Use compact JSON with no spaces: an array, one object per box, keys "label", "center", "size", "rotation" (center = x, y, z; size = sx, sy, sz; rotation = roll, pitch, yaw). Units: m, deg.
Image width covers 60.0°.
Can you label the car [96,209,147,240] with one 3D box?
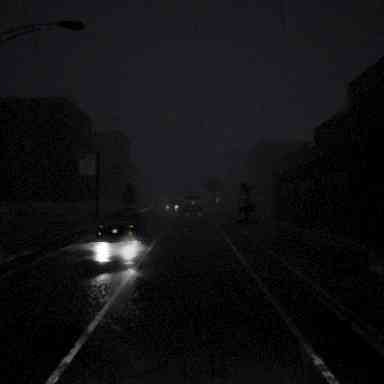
[{"label":"car","center":[-3.508,1.592,17.143],"size":[1.994,1.385,4.181],"rotation":[0,0,0]}]

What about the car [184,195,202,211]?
[{"label":"car","center":[0.146,1.345,43.069],"size":[2.150,2.045,5.566],"rotation":[0,0,0]}]

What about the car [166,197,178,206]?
[{"label":"car","center":[-3.523,1.688,59.719],"size":[1.812,1.442,4.674],"rotation":[0,0,1]}]
